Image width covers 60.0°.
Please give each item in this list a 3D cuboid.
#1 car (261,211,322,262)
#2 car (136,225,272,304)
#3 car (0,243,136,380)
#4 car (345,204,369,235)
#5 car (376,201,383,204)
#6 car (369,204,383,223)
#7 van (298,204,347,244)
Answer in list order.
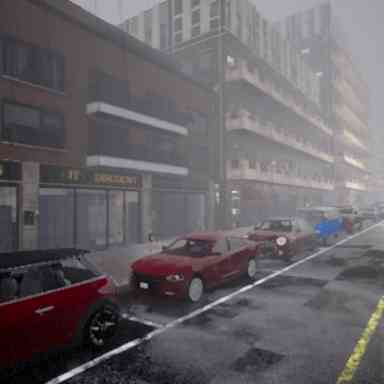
[{"bbox_3d":[3.576,1.761,13.502,1.967,1.590,4.097,-1,-1,36],"label":"car"},{"bbox_3d":[0.292,1.808,9.031,1.887,1.381,4.507,-1,-1,36],"label":"car"},{"bbox_3d":[-2.993,1.645,4.562,1.967,1.590,4.097,-1,-1,36],"label":"car"},{"bbox_3d":[10.142,1.752,22.444,2.192,1.841,5.009,-1,-1,36],"label":"car"},{"bbox_3d":[19.994,2.050,35.852,1.967,1.590,4.097,-1,-1,36],"label":"car"},{"bbox_3d":[16.711,2.103,31.379,2.008,1.369,4.403,-1,-1,36],"label":"car"},{"bbox_3d":[6.859,1.720,17.974,1.690,1.788,3.998,-1,-1,36],"label":"van"}]
